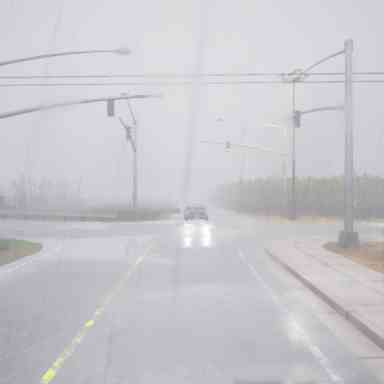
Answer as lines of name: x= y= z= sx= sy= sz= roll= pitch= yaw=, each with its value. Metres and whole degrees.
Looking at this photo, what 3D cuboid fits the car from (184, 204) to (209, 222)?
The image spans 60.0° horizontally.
car: x=0.296 y=1.652 z=27.027 sx=1.895 sy=1.301 sz=4.718 roll=0 pitch=0 yaw=-2
